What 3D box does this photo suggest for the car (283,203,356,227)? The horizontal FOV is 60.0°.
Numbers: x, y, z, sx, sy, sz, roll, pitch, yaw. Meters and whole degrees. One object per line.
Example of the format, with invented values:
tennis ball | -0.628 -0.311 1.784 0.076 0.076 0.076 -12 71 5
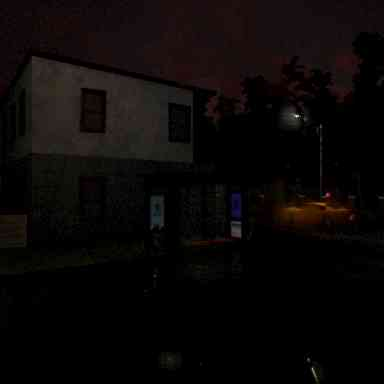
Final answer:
car | 8.574 1.477 22.876 1.882 1.535 5.008 0 0 -35
